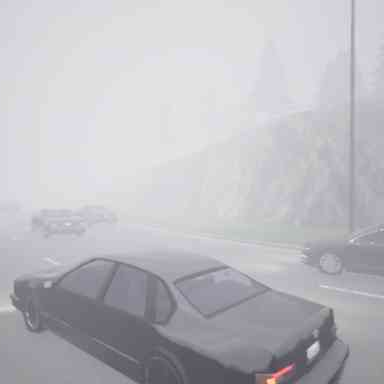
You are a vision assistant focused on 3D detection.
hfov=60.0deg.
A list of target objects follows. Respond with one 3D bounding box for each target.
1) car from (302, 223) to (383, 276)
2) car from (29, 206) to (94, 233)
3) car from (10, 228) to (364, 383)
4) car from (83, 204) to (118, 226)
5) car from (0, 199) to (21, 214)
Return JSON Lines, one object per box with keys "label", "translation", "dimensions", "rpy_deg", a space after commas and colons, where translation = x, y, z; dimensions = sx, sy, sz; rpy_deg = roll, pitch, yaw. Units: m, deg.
{"label": "car", "translation": [5.482, 1.580, 8.907], "dimensions": [4.892, 1.490, 1.837], "rpy_deg": [1, 0, 36]}
{"label": "car", "translation": [-7.196, 1.551, 17.540], "dimensions": [2.033, 1.411, 5.357], "rpy_deg": [1, 0, -35]}
{"label": "car", "translation": [-0.717, 1.561, 4.859], "dimensions": [5.357, 1.411, 2.033], "rpy_deg": [0, 0, 41]}
{"label": "car", "translation": [-6.881, 1.572, 23.191], "dimensions": [2.033, 1.411, 5.357], "rpy_deg": [1, 0, -34]}
{"label": "car", "translation": [-19.498, 1.492, 35.495], "dimensions": [1.812, 1.442, 4.674], "rpy_deg": [1, 0, -34]}
